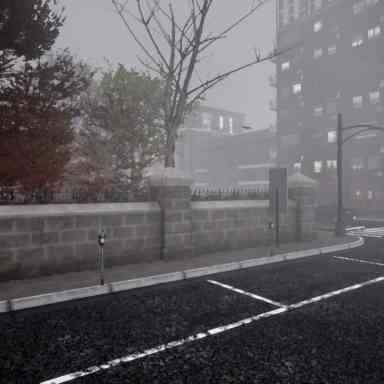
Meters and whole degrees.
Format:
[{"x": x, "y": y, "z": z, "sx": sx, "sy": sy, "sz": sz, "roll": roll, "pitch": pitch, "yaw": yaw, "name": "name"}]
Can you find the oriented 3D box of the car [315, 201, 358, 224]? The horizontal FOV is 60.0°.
[{"x": 11.052, "y": 1.745, "z": 27.501, "sx": 1.837, "sy": 1.490, "sz": 4.892, "roll": -1, "pitch": 0, "yaw": -37, "name": "car"}]
